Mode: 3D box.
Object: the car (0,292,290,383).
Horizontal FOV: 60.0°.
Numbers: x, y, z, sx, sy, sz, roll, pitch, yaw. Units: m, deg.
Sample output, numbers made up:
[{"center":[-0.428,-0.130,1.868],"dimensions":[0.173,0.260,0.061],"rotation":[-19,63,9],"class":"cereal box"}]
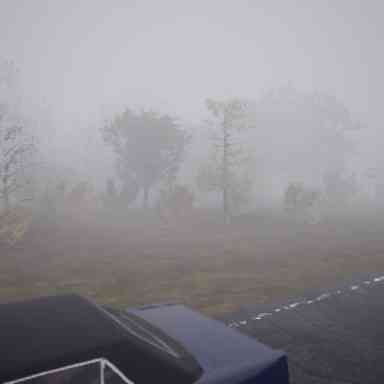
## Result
[{"center":[-1.550,1.601,2.274],"dimensions":[4.718,1.301,1.895],"rotation":[0,0,-35],"class":"car"}]
